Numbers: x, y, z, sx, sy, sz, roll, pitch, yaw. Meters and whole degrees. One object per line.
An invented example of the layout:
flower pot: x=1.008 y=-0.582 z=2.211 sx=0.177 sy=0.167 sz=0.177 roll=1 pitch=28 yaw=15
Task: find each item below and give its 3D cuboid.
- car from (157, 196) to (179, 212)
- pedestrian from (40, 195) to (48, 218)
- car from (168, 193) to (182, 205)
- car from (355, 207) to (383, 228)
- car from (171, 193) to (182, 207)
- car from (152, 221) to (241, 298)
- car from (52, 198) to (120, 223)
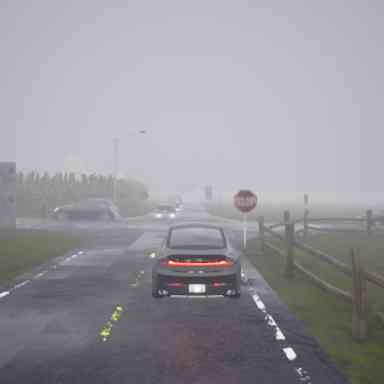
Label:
car: x=-2.906 y=1.519 z=38.751 sx=1.882 sy=1.535 sz=5.008 roll=0 pitch=0 yaw=0
pedestrian: x=-12.210 y=1.165 z=27.253 sx=0.375 sy=1.860 sz=0.375 roll=0 pitch=-2 yaw=0
car: x=-2.917 y=1.285 z=59.702 sx=2.150 sy=2.045 sz=5.566 roll=0 pitch=0 yaw=1
car: x=14.601 y=1.817 z=24.355 sx=4.902 sy=1.511 sz=2.128 roll=1 pitch=-1 yaw=0
car: x=-2.914 y=1.404 z=49.037 sx=2.097 sy=1.767 sz=4.553 roll=0 pitch=0 yaw=0
car: x=0.090 y=1.514 z=8.487 sx=1.837 sy=1.490 sz=4.892 roll=0 pitch=0 yaw=0
car: x=-7.677 y=1.280 z=24.244 sx=4.553 sy=1.767 sz=2.097 roll=1 pitch=-1 yaw=0
